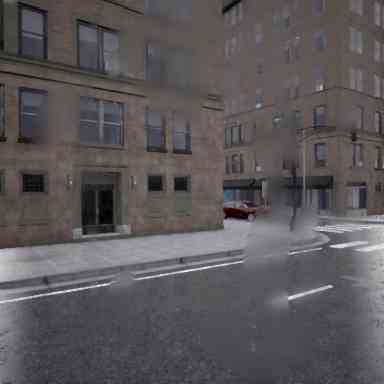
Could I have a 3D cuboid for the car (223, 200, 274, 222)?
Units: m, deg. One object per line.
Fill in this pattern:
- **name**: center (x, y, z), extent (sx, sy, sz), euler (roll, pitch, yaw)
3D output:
- **car**: center (4.023, 1.411, 25.566), extent (1.882, 1.535, 5.008), euler (-1, 1, -35)
